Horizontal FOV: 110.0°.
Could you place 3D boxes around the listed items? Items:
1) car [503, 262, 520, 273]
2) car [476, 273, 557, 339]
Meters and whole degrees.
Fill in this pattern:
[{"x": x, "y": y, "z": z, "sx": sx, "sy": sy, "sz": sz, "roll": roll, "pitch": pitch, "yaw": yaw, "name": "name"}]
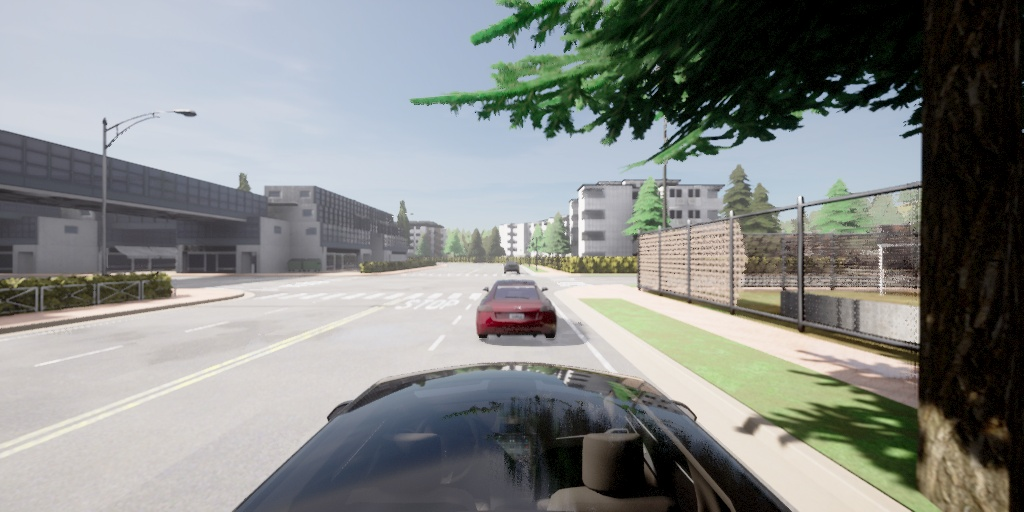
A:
[{"x": -0.034, "y": 1.431, "z": 44.194, "sx": 1.837, "sy": 1.490, "sz": 4.892, "roll": 0, "pitch": 0, "yaw": -1, "name": "car"}, {"x": 0.100, "y": 1.349, "z": 10.194, "sx": 1.994, "sy": 1.385, "sz": 4.181, "roll": 0, "pitch": 0, "yaw": 0, "name": "car"}]
